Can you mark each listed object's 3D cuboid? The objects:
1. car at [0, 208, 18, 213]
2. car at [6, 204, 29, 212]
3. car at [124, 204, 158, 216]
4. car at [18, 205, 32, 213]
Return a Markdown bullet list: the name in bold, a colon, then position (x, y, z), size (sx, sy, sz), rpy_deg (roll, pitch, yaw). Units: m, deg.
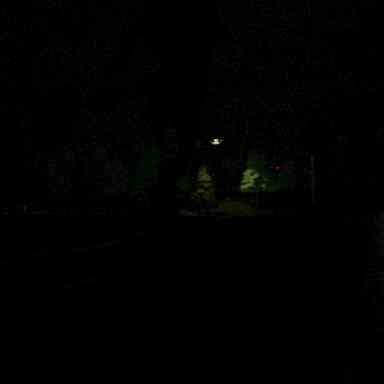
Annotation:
- **car**: position (-35.364, 3.282, 62.106), size (4.181, 1.385, 1.994), rpy_deg (-2, -1, 26)
- **car**: position (-37.088, 3.410, 70.695), size (4.892, 1.490, 1.837), rpy_deg (-2, -1, 26)
- **car**: position (-6.845, 2.418, 44.598), size (4.892, 1.490, 1.837), rpy_deg (-2, -1, 26)
- **car**: position (-33.823, 3.351, 65.241), size (4.718, 1.301, 1.895), rpy_deg (-2, -1, 26)
